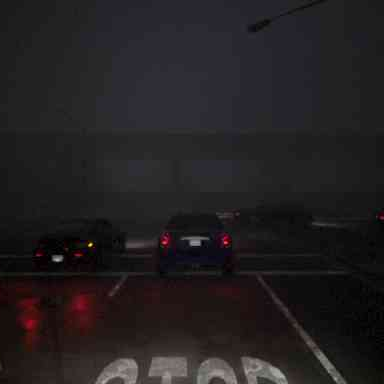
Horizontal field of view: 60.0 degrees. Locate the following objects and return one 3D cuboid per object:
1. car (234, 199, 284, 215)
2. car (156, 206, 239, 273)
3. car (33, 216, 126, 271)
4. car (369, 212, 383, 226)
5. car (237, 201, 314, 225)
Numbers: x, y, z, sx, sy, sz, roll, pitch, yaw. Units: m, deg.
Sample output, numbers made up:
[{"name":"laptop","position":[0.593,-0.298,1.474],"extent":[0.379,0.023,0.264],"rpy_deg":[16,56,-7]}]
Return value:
[{"name":"car","position":[6.665,1.487,33.432],"extent":[4.674,1.442,1.812],"rpy_deg":[0,0,0]},{"name":"car","position":[0.087,1.339,10.739],"extent":[2.097,1.767,4.553],"rpy_deg":[0,0,0]},{"name":"car","position":[-3.403,1.514,10.749],"extent":[1.812,1.442,4.674],"rpy_deg":[0,0,0]},{"name":"car","position":[13.449,1.523,19.508],"extent":[5.357,1.411,2.033],"rpy_deg":[0,0,6]},{"name":"car","position":[5.589,1.521,23.187],"extent":[5.357,1.411,2.033],"rpy_deg":[0,0,4]}]
